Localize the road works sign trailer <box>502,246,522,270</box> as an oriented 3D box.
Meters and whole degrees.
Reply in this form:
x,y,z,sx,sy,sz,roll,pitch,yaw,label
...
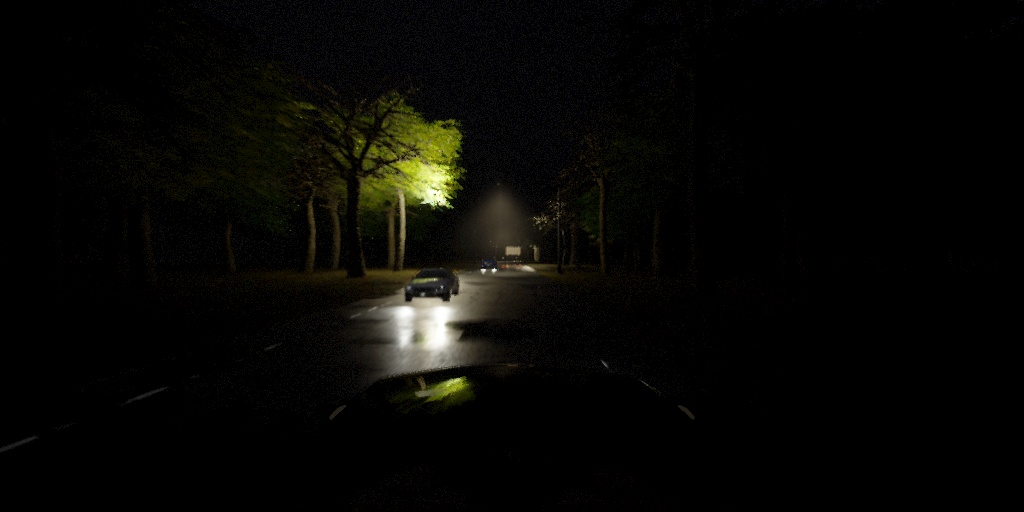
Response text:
x,y,z,sx,sy,sz,roll,pitch,yaw,label
0.170,0.267,53.829,2.380,3.560,2.880,0,0,-8,road works sign trailer

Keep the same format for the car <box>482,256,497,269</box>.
x,y,z,sx,sy,sz,roll,pitch,yaw,label
-3.550,1.068,57.067,2.150,2.045,5.566,0,0,1,car

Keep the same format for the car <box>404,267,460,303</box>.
x,y,z,sx,sy,sz,roll,pitch,yaw,label
-3.602,1.278,16.831,1.812,1.442,4.674,0,0,0,car
